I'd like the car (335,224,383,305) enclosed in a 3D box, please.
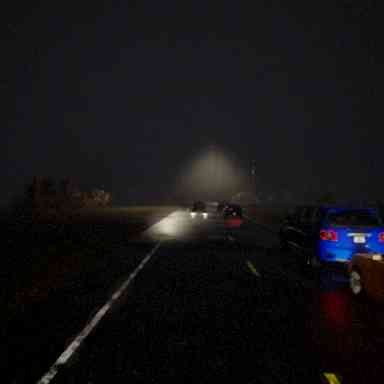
[{"bbox_3d":[4.608,1.643,5.973,1.882,1.535,5.008,1,-1,1],"label":"car"}]

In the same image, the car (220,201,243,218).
[{"bbox_3d":[4.292,1.959,35.398,1.837,1.490,4.892,1,-1,2],"label":"car"}]

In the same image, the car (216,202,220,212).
[{"bbox_3d":[4.521,2.059,47.354,1.882,1.535,5.008,1,0,1],"label":"car"}]

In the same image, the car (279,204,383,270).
[{"bbox_3d":[4.754,1.454,12.006,2.150,2.045,5.566,1,-1,1],"label":"car"}]

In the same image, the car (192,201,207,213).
[{"bbox_3d":[0.958,1.953,44.720,1.882,1.535,5.008,1,-1,1],"label":"car"}]
